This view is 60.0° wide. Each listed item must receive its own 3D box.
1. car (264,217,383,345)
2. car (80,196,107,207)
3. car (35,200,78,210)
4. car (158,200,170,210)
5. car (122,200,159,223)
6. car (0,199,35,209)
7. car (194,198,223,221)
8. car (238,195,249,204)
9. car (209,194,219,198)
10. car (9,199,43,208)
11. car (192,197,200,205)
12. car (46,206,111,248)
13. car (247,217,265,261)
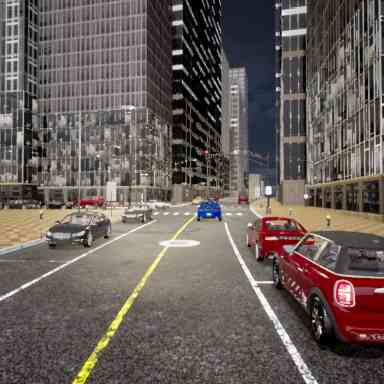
[{"bbox_3d":[2.814,1.441,6.327,1.967,1.590,4.097,1,0,2],"label":"car"},{"bbox_3d":[-15.150,1.535,49.599,5.009,1.841,2.192,0,-1,13],"label":"car"},{"bbox_3d":[-16.961,1.637,41.927,4.313,1.339,1.947,0,-1,13],"label":"car"},{"bbox_3d":[-5.282,1.700,43.976,4.718,1.301,1.895,-1,-1,30],"label":"car"},{"bbox_3d":[-4.130,1.574,25.665,2.008,1.369,4.403,1,0,5],"label":"car"},{"bbox_3d":[-22.402,1.653,43.217,4.403,1.369,2.008,0,-1,13],"label":"car"},{"bbox_3d":[1.478,1.494,27.135,1.882,1.535,5.008,0,0,5],"label":"car"},{"bbox_3d":[10.075,1.411,65.083,2.192,1.841,5.009,1,0,13],"label":"car"},{"bbox_3d":[5.152,1.491,78.767,2.192,1.841,5.009,1,0,14],"label":"car"},{"bbox_3d":[-26.037,1.833,52.177,4.403,1.369,2.008,0,-1,13],"label":"car"},{"bbox_3d":[1.158,1.641,62.528,1.752,1.417,4.829,1,0,12],"label":"car"},{"bbox_3d":[-4.881,1.561,14.875,2.008,1.369,4.403,1,0,3],"label":"car"},{"bbox_3d":[3.006,1.547,11.967,1.887,1.381,4.507,1,0,3],"label":"car"}]
